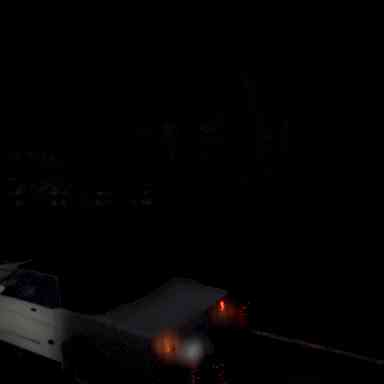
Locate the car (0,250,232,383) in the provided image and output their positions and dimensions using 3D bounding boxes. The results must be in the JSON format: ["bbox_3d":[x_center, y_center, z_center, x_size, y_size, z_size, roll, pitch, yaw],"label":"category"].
[{"bbox_3d":[-1.906,1.589,5.051,4.718,1.301,1.895,0,0,30],"label":"car"}]
